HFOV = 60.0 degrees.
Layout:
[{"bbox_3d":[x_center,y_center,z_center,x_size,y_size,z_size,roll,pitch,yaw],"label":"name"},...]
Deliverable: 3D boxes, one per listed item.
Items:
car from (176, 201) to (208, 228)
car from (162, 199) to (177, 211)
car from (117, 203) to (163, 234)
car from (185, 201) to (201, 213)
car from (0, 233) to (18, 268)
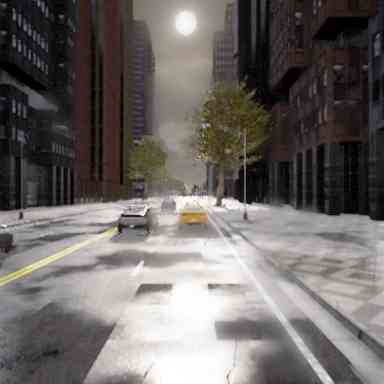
[{"bbox_3d":[0.092,1.615,23.355,1.882,1.535,5.008,0,0,0],"label":"car"},{"bbox_3d":[-3.155,1.743,46.037,1.882,1.535,5.008,0,0,0],"label":"car"},{"bbox_3d":[-3.163,1.610,19.973,2.128,1.511,4.902,0,0,0],"label":"car"},{"bbox_3d":[0.094,1.844,41.935,1.895,1.301,4.718,0,0,0],"label":"car"},{"bbox_3d":[-6.553,1.597,8.360,2.033,1.411,5.357,0,0,1],"label":"car"}]
